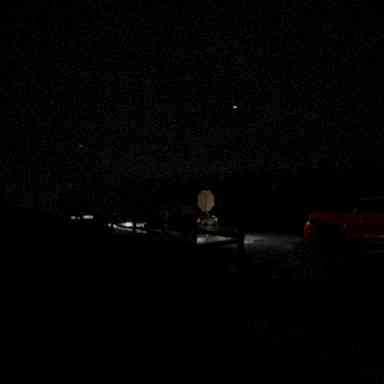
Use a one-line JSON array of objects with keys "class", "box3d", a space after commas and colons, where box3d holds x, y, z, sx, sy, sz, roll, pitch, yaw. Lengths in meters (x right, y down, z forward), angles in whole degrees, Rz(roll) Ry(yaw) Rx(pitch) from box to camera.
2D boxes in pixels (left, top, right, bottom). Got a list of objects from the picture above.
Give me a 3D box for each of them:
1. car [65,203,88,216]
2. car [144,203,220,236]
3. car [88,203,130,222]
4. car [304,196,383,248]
[{"class": "car", "box3d": [-13.065, 1.939, 37.996, 2.033, 1.411, 5.357, 0, -1, -33]}, {"class": "car", "box3d": [-0.634, 1.446, 19.000, 4.553, 1.767, 2.097, -1, -1, 42]}, {"class": "car", "box3d": [-6.949, 1.746, 28.692, 2.128, 1.511, 4.902, 0, -1, -33]}, {"class": "car", "box3d": [7.438, 1.174, 13.313, 5.566, 2.045, 2.150, -1, -1, 25]}]
